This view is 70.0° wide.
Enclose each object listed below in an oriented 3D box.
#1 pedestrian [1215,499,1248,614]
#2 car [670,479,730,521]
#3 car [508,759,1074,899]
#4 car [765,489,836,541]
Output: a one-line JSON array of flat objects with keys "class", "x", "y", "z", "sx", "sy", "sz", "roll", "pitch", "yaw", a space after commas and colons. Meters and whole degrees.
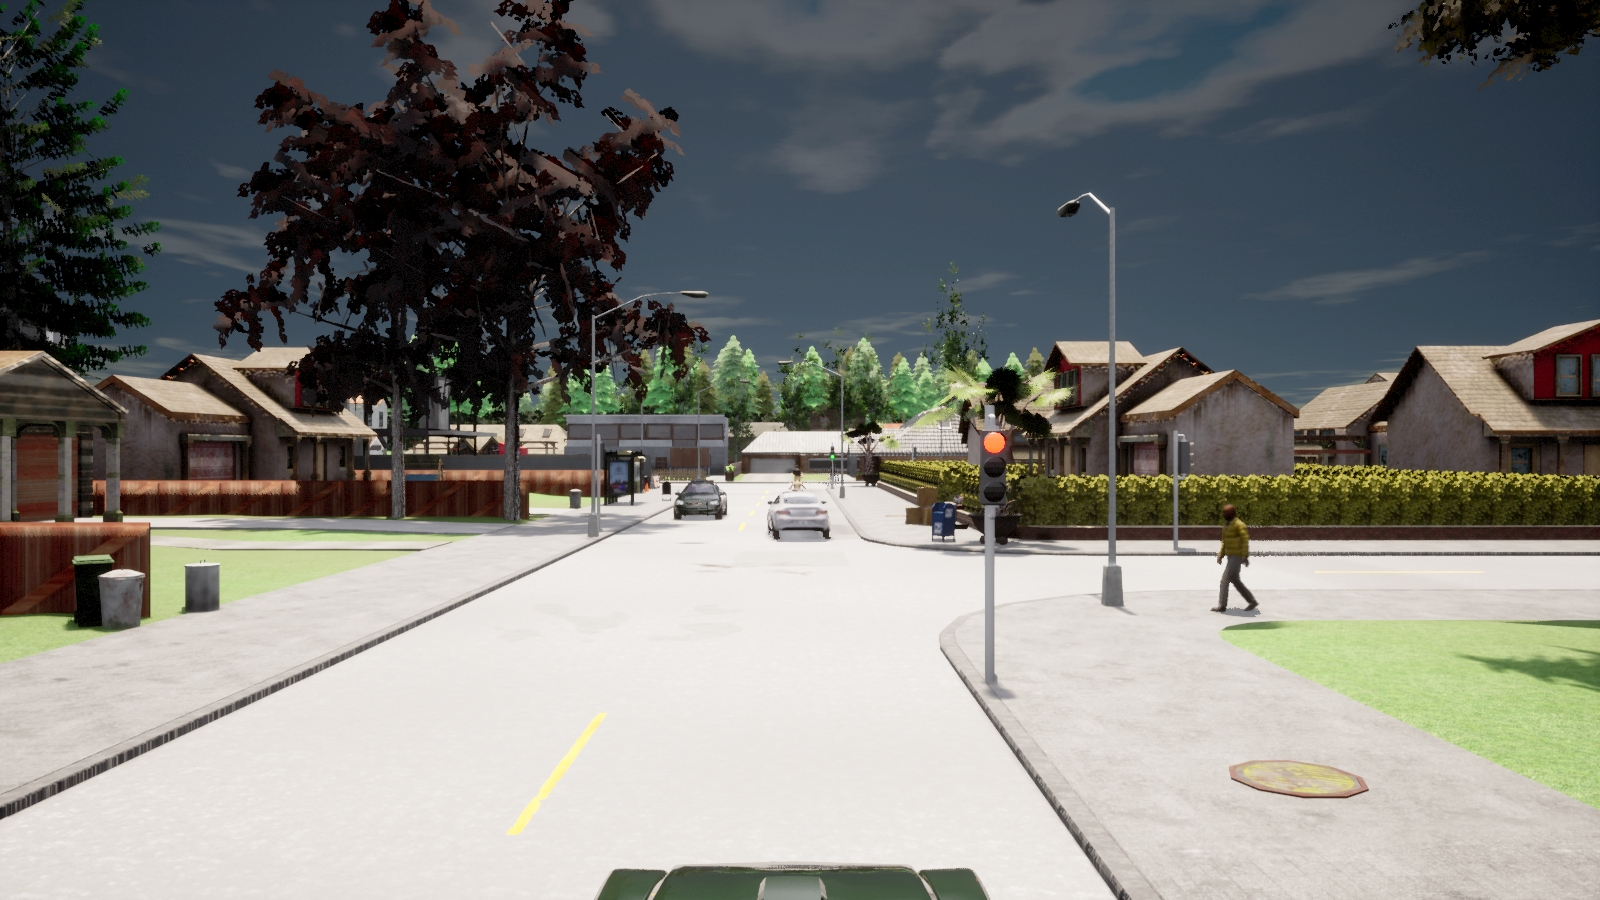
[{"class": "pedestrian", "x": 7.111, "y": 1.743, "z": 18.836, "sx": 0.375, "sy": 1.860, "sz": 0.375, "roll": 0, "pitch": 0, "yaw": -5}, {"class": "car", "x": -4.107, "y": 2.038, "z": 47.608, "sx": 2.038, "sy": 1.542, "sz": 4.974, "roll": 0, "pitch": 0, "yaw": 0}, {"class": "car", "x": -0.028, "y": 2.155, "z": 3.193, "sx": 1.895, "sy": 1.301, "sz": 4.718, "roll": 0, "pitch": 0, "yaw": 0}, {"class": "car", "x": -0.063, "y": 2.081, "z": 37.541, "sx": 2.002, "sy": 1.442, "sz": 4.674, "roll": 0, "pitch": 0, "yaw": -4}]
